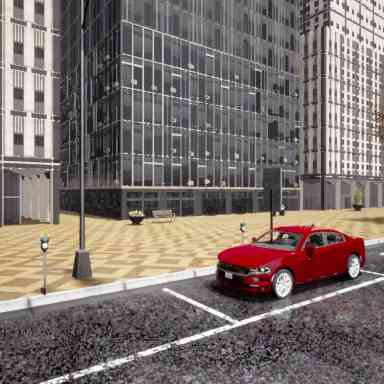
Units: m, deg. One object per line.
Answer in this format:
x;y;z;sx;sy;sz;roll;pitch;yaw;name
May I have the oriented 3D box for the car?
2.611;1.545;8.426;4.507;1.381;1.887;0;0;-36;car
